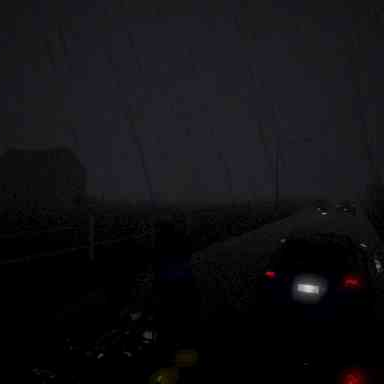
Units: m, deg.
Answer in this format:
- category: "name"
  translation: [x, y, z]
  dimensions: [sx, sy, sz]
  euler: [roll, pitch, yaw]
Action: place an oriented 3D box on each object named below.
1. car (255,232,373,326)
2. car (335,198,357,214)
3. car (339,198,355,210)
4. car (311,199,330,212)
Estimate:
- category: "car"
  translation: [2.793, 1.567, 7.305]
  dimensions: [1.994, 1.385, 4.181]
  euler: [0, 0, 26]
- category: "car"
  translation: [16.192, 1.537, 34.966]
  dimensions: [1.812, 1.442, 4.674]
  euler: [0, 0, 26]
- category: "car"
  translation: [20.635, 1.533, 44.296]
  dimensions: [1.812, 1.442, 4.674]
  euler: [0, 0, 26]
- category: "car"
  translation: [15.609, 1.559, 40.206]
  dimensions: [2.033, 1.411, 5.357]
  euler: [0, 0, 26]
